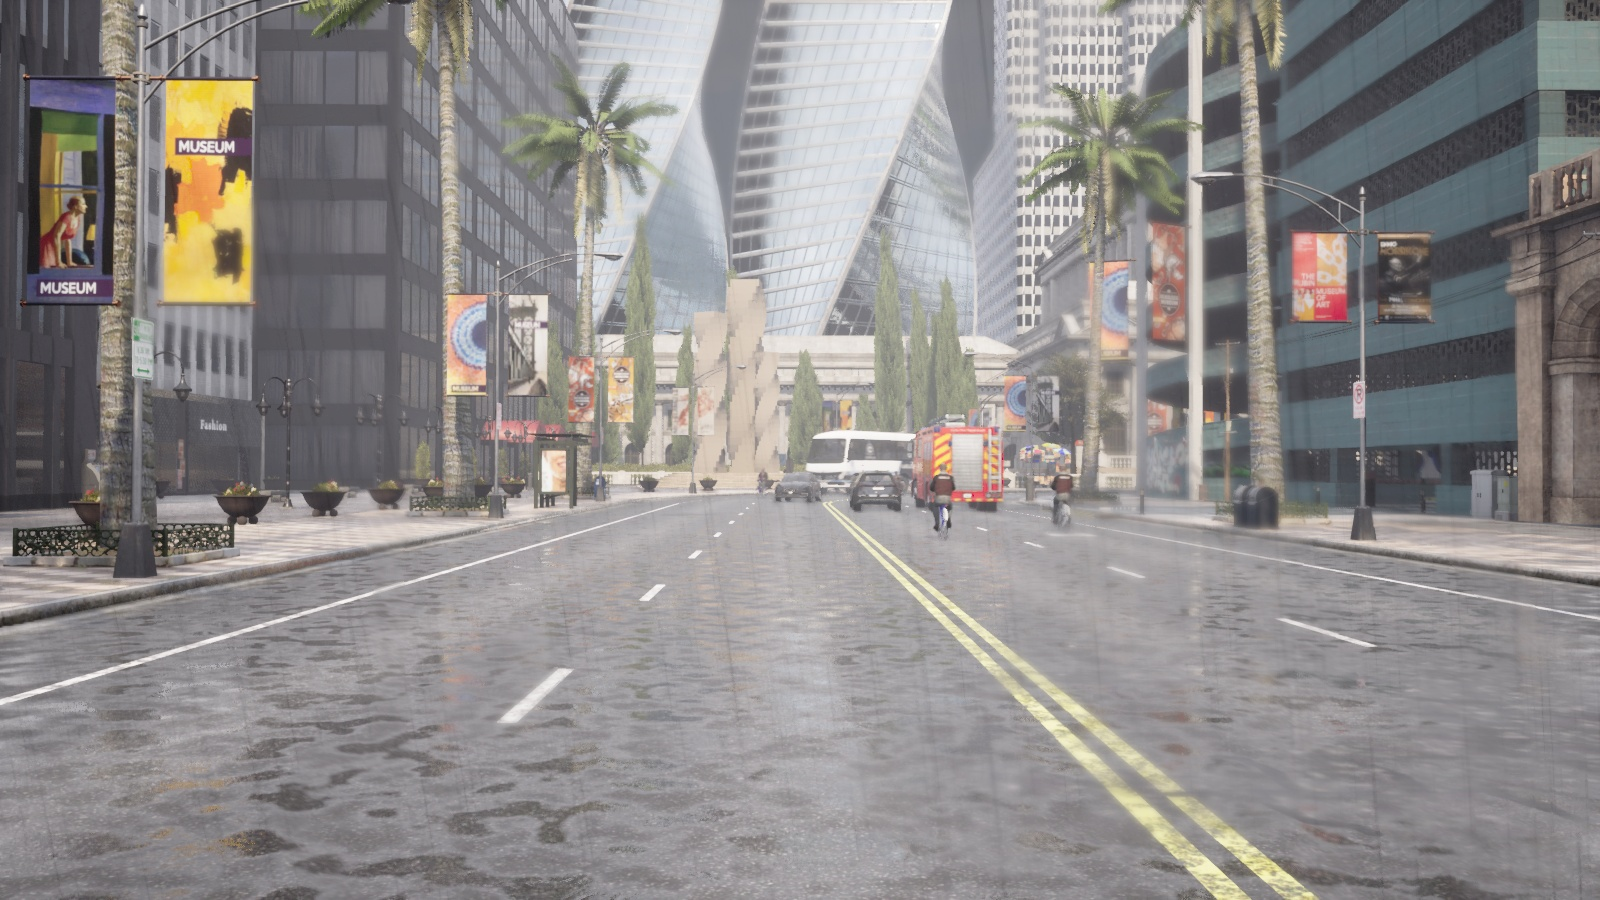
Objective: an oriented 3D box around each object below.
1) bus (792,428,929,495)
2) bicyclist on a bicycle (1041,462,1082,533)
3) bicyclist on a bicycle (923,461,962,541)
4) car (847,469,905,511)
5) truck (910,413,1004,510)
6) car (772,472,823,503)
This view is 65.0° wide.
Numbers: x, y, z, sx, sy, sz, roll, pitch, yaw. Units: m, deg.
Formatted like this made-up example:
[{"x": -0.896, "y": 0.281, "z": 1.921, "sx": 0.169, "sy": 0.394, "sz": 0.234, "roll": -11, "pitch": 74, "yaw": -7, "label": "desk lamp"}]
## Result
[{"x": 4.224, "y": 0.841, "z": 84.767, "sx": 3.944, "sy": 4.253, "sz": 10.273, "roll": -1, "pitch": -1, "yaw": 38, "label": "bus"}, {"x": 6.741, "y": 1.202, "z": 32.435, "sx": 0.659, "sy": 1.776, "sz": 1.843, "roll": 0, "pitch": -1, "yaw": 0, "label": "bicyclist on a bicycle"}, {"x": 3.270, "y": 1.157, "z": 28.945, "sx": 0.659, "sy": 1.776, "sz": 1.843, "roll": 0, "pitch": -1, "yaw": 0, "label": "bicyclist on a bicycle"}, {"x": 3.079, "y": 1.599, "z": 51.761, "sx": 2.033, "sy": 1.649, "sz": 4.856, "roll": 0, "pitch": -1, "yaw": 0, "label": "car"}, {"x": 6.557, "y": 0.526, "z": 53.868, "sx": 2.891, "sy": 3.827, "sz": 8.468, "roll": 0, "pitch": -1, "yaw": 0, "label": "truck"}, {"x": -0.077, "y": 1.895, "z": 64.193, "sx": 1.837, "sy": 1.490, "sz": 4.892, "roll": -1, "pitch": -1, "yaw": 9, "label": "car"}]
